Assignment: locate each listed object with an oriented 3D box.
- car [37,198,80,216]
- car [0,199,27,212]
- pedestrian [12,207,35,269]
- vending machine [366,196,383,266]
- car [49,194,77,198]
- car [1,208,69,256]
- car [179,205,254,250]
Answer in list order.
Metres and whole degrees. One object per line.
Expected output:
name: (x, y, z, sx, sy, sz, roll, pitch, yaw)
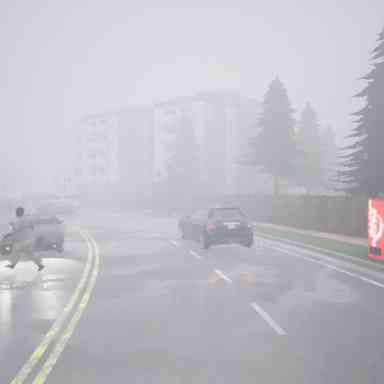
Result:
car: (-12.857, 1.547, 31.290, 2.033, 1.411, 5.357, 0, 0, -44)
car: (-21.035, 1.492, 38.171, 4.902, 1.511, 2.128, 0, 0, 32)
pedestrian: (-4.721, 1.294, 9.309, 0.375, 1.860, 0.375, 0, 0, -14)
vending machine: (6.265, 1.195, 10.471, 1.100, 2.100, 0.880, 0, 0, -12)
car: (-15.029, 1.221, 37.776, 5.566, 2.045, 2.150, 0, 0, 39)
car: (-6.112, 1.563, 13.181, 1.994, 1.385, 4.181, 0, 0, -19)
car: (0.878, 1.352, 14.694, 2.097, 1.767, 4.553, 0, 0, -17)
